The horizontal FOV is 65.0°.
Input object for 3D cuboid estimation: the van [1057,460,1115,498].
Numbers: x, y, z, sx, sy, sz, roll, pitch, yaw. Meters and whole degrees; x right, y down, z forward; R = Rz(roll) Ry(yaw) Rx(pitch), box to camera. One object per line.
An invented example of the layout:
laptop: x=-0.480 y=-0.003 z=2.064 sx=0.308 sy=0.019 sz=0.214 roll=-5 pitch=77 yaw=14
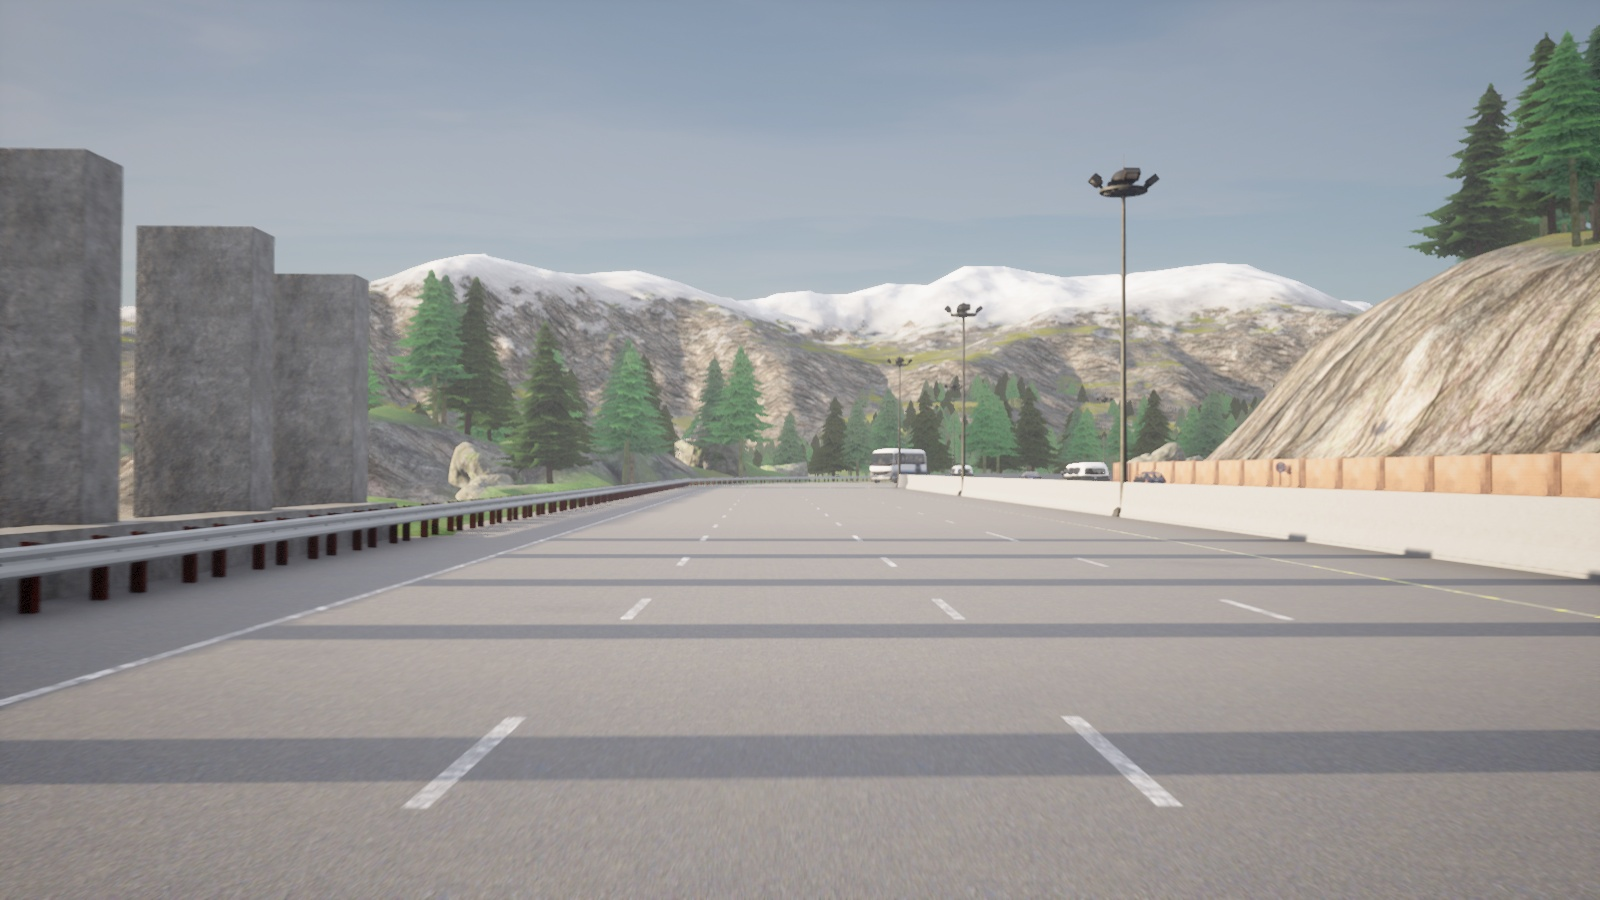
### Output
van: x=15.990 y=1.621 z=70.394 sx=2.069 sy=2.038 sz=4.480 roll=0 pitch=-1 yaw=-2

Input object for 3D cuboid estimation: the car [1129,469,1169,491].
car: x=25.892 y=2.211 z=93.234 sx=1.789 sy=1.549 sz=3.705 roll=0 pitch=-1 yaw=-2
